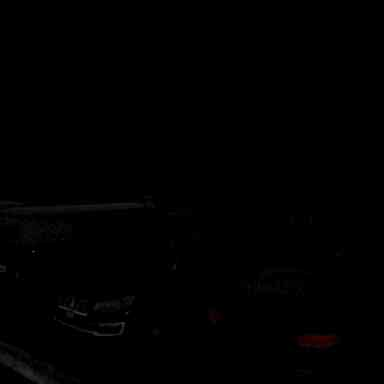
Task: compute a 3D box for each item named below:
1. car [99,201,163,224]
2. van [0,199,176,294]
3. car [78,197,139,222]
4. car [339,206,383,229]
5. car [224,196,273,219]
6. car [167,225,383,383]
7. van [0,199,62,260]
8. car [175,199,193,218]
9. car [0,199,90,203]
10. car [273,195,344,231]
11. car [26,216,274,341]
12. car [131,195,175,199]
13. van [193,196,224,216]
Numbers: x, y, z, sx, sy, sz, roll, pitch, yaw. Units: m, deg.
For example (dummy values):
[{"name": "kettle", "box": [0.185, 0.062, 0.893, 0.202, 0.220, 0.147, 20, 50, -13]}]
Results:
[{"name": "car", "box": [-4.610, 1.519, 25.870, 2.163, 1.488, 4.792, 0, 0, 35]}, {"name": "van", "box": [-2.590, 1.295, 8.551, 1.878, 1.987, 4.442, 0, 0, 35]}, {"name": "car", "box": [-6.838, 1.366, 27.529, 2.185, 1.767, 4.553, 0, 0, 35]}, {"name": "car", "box": [8.990, 1.496, 16.255, 2.163, 1.488, 4.792, 0, 0, 35]}, {"name": "car", "box": [4.466, 1.230, 19.475, 2.435, 2.045, 5.566, 0, 0, 35]}, {"name": "car", "box": [1.912, 1.544, 5.199, 2.002, 1.452, 4.674, 0, 0, 35]}, {"name": "van", "box": [-7.155, 1.299, 11.802, 1.878, 1.987, 4.442, 0, 0, 35]}, {"name": "car", "box": [0.037, 1.482, 22.824, 1.946, 1.575, 5.366, 0, 0, 35]}, {"name": "car", "box": [-4.955, 1.273, 10.058, 2.435, 2.045, 5.566, 0, 0, 35]}, {"name": "car", "box": [6.695, 1.224, 17.818, 2.435, 2.045, 5.566, 0, 0, 35]}, {"name": "car", "box": [-0.366, 1.514, 6.833, 2.231, 1.521, 4.892, 0, 0, 35]}, {"name": "car", "box": [-2.316, 1.236, 24.306, 2.435, 2.045, 5.566, 0, 0, 35]}, {"name": "van", "box": [2.256, 1.258, 21.158, 1.878, 1.987, 4.442, 0, 0, 35]}]
